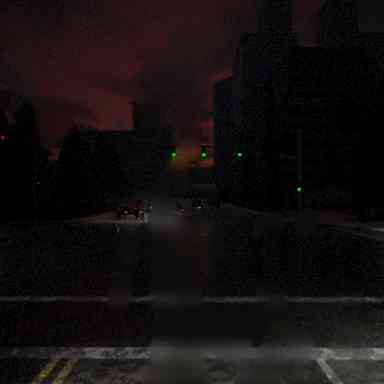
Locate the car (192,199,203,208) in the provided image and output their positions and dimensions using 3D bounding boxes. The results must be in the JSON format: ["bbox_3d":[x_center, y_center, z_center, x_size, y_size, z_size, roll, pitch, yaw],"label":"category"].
[{"bbox_3d":[1.083,2.389,66.285,1.994,1.385,4.181,0,-1,1],"label":"car"}]

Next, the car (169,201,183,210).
[{"bbox_3d":[-2.685,2.248,56.279,2.033,1.411,5.357,0,-1,1],"label":"car"}]

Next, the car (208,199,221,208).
[{"bbox_3d":[4.579,2.360,65.277,2.033,1.411,5.357,0,-1,1],"label":"car"}]

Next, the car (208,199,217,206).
[{"bbox_3d":[4.561,2.413,75.100,1.882,1.535,5.008,0,-1,1],"label":"car"}]

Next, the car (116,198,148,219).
[{"bbox_3d":[-6.392,1.658,35.048,2.150,2.045,5.566,0,-1,1],"label":"car"}]

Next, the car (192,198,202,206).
[{"bbox_3d":[1.059,2.288,74.894,2.097,1.767,4.553,0,-1,1],"label":"car"}]

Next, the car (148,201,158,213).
[{"bbox_3d":[-6.302,2.051,44.924,2.128,1.511,4.902,0,-1,1],"label":"car"}]

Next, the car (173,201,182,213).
[{"bbox_3d":[-2.792,2.136,45.955,1.994,1.385,4.181,0,-1,1],"label":"car"}]

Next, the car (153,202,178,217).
[{"bbox_3d":[-2.872,2.064,37.153,1.895,1.301,4.718,0,-1,1],"label":"car"}]
